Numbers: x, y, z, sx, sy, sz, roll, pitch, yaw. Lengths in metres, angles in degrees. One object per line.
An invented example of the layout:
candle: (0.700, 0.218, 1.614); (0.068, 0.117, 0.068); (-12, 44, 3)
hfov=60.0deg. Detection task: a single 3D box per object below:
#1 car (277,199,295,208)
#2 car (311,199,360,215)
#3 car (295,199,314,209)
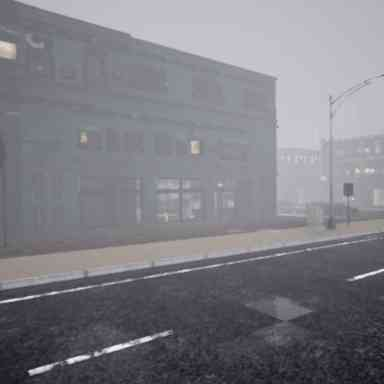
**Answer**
car: (14.167, 1.777, 51.227); (1.802, 1.307, 4.206); (-2, 0, -35)
car: (15.287, 1.713, 34.990); (1.947, 1.339, 4.313); (-2, 0, -35)
car: (17.376, 1.682, 46.717); (2.008, 1.369, 4.403); (-2, 0, -35)
